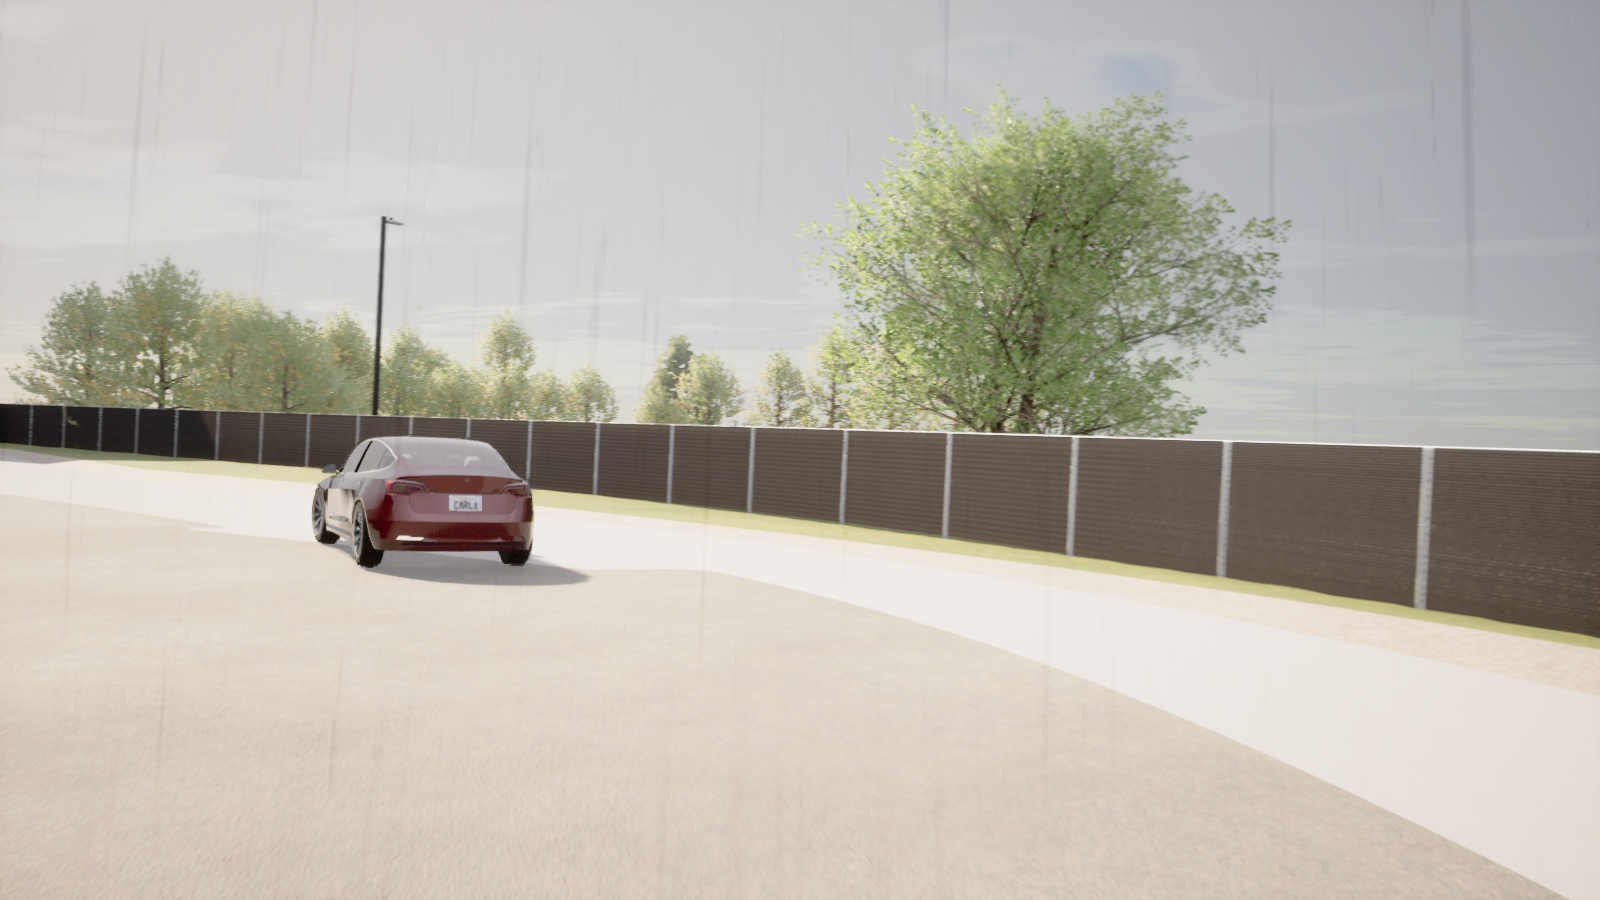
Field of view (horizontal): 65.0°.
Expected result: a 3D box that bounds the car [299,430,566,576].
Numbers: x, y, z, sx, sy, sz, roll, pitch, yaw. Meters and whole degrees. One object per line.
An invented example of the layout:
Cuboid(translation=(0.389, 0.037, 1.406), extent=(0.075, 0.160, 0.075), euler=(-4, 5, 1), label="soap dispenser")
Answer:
Cuboid(translation=(-4.781, 0.559, 15.769), extent=(2.163, 1.488, 4.792), euler=(3, 0, -29), label="car")
